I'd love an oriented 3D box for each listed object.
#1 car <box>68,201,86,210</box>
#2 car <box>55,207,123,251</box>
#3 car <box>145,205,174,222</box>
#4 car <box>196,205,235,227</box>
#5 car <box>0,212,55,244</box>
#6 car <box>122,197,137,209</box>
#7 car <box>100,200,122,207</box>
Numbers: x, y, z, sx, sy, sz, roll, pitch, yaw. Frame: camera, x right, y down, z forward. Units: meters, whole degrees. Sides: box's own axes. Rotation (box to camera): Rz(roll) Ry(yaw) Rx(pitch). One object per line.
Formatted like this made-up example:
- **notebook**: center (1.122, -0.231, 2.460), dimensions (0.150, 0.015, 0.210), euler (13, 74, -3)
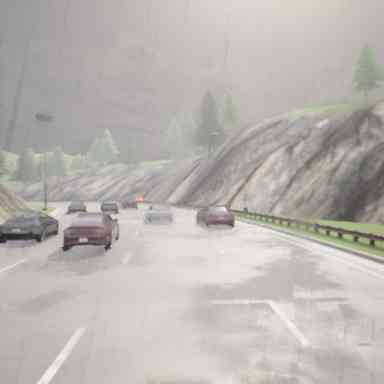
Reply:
- **car**: center (-13.734, 1.803, 39.862), dimensions (1.994, 1.385, 4.181), euler (0, 0, -17)
- **car**: center (-4.265, 1.606, 14.495), dimensions (1.812, 1.442, 4.674), euler (0, 0, -7)
- **car**: center (-2.762, 1.703, 27.229), dimensions (1.895, 1.301, 4.718), euler (0, 0, -12)
- **car**: center (1.526, 1.615, 23.104), dimensions (1.994, 1.385, 4.181), euler (0, 0, -10)
- **car**: center (-8.102, 1.686, 16.818), dimensions (1.994, 1.385, 4.181), euler (0, 0, -8)
- **car**: center (-9.580, 1.581, 49.731), dimensions (2.097, 1.767, 4.553), euler (-1, 0, -20)
- **car**: center (-9.635, 1.690, 38.626), dimensions (2.128, 1.511, 4.902), euler (0, 0, -16)
